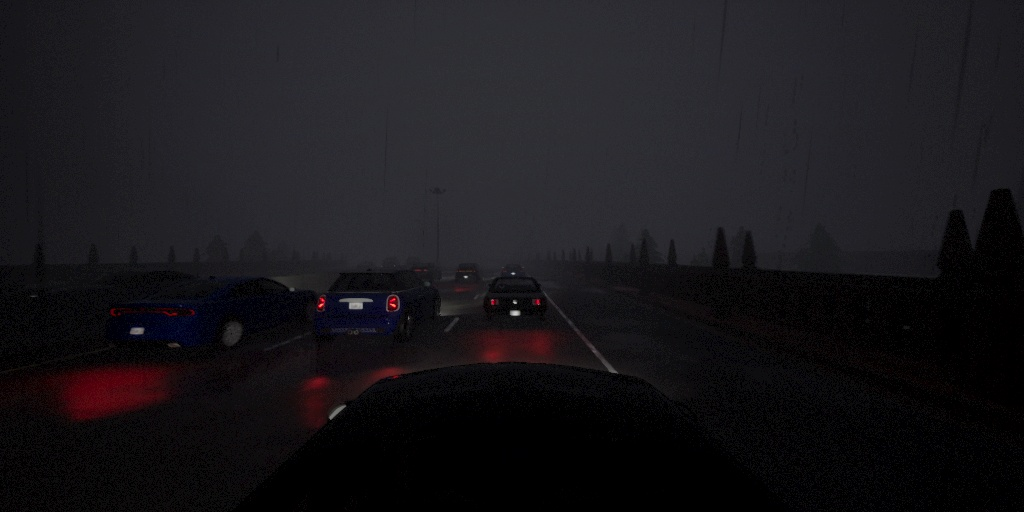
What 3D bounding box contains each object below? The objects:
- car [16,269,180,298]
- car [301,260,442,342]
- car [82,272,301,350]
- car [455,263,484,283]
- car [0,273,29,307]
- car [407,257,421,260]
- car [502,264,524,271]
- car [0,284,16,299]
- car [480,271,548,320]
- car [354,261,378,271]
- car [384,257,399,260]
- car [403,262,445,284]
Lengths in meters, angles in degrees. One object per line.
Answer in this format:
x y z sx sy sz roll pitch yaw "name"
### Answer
-14.104 1.264 13.369 1.837 1.490 4.892 0 0 0 "car"
-3.403 1.108 9.933 2.097 1.767 4.553 0 0 0 "car"
-6.903 1.233 9.077 1.882 1.535 5.008 0 0 0 "car"
-3.411 1.292 28.876 1.837 1.490 4.892 0 0 0 "car"
-21.104 1.359 12.600 1.895 1.301 4.718 0 0 0 "car"
-15.192 1.101 55.488 2.150 2.045 5.566 0 0 -8 "car"
0.090 1.354 29.965 1.994 1.385 4.181 0 0 0 "car"
-17.604 1.325 15.160 1.994 1.385 4.181 0 0 0 "car"
0.096 1.360 12.551 1.895 1.301 4.718 0 0 0 "car"
-22.051 1.431 54.399 2.033 1.411 5.357 0 0 -7 "car"
-18.800 1.109 55.880 2.150 2.045 5.566 0 0 -9 "car"
-6.910 1.278 28.661 2.128 1.511 4.902 0 0 0 "car"
